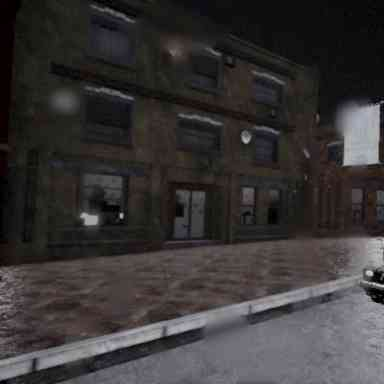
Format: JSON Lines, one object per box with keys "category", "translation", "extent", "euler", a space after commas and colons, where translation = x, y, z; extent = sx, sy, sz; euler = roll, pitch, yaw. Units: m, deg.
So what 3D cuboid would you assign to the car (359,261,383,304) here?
{"category": "car", "translation": [5.778, 1.771, 7.370], "extent": [4.718, 1.301, 1.895], "euler": [1, -1, -34]}
